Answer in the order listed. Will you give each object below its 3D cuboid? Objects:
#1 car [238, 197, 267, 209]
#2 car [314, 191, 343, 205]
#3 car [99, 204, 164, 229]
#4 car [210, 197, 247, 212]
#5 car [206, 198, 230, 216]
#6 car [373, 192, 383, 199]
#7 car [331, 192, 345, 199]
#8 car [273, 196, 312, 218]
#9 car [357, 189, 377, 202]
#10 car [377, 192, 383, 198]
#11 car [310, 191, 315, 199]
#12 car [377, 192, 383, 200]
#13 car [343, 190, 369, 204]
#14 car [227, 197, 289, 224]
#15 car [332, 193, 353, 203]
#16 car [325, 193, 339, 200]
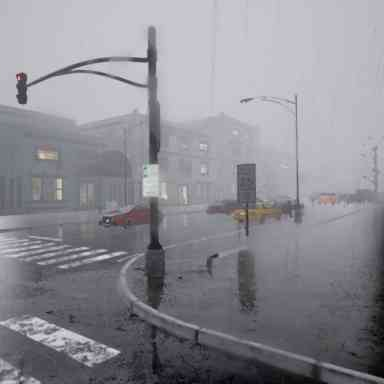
[{"bbox_3d":[7.307,1.293,40.020,1.802,1.307,4.206,-1,0,36],"label":"car"},{"bbox_3d":[19.258,0.845,46.649,2.097,1.767,4.553,-1,0,35],"label":"car"},{"bbox_3d":[-3.650,1.438,20.531,1.994,1.385,4.181,-1,0,36],"label":"car"},{"bbox_3d":[3.956,1.290,35.405,1.752,1.417,4.829,-1,0,36],"label":"car"},{"bbox_3d":[3.025,1.331,29.725,1.994,1.385,4.181,-1,0,36],"label":"car"},{"bbox_3d":[40.089,0.720,70.915,1.947,1.339,4.313,-1,0,36],"label":"car"},{"bbox_3d":[33.309,0.743,75.839,1.967,1.590,4.097,-1,0,36],"label":"car"},{"bbox_3d":[7.584,1.217,26.141,2.008,1.369,4.403,-1,0,36],"label":"car"},{"bbox_3d":[26.980,0.576,52.170,2.150,2.045,5.566,-1,0,36],"label":"car"},{"bbox_3d":[43.165,0.651,75.140,1.887,1.381,4.507,-1,0,36],"label":"car"},{"bbox_3d":[23.556,0.768,62.407,2.192,1.841,5.009,-1,0,36],"label":"car"},{"bbox_3d":[33.585,0.569,61.959,2.192,1.841,5.009,-1,0,36],"label":"car"},{"bbox_3d":[22.886,0.924,46.457,1.837,1.490,4.892,-1,0,36],"label":"car"},{"bbox_3d":[4.433,1.242,21.801,1.752,1.417,4.829,-1,0,36],"label":"car"},{"bbox_3d":[24.502,0.901,53.873,2.128,1.511,4.902,-1,0,36],"label":"car"},{"bbox_3d":[30.059,0.935,71.362,1.802,1.307,4.206,-1,0,36],"label":"car"}]
